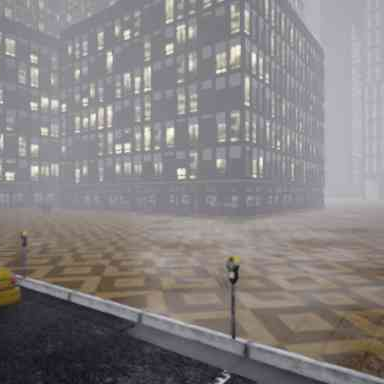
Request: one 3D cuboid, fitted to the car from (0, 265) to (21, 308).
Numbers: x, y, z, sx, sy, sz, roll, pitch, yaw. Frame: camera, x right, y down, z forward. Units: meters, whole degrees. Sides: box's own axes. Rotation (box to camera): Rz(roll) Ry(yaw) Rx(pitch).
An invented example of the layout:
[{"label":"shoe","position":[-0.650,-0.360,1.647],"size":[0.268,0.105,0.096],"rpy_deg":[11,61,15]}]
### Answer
[{"label":"car","position":[-5.278,1.518,6.612],"size":[4.829,1.417,1.752],"rpy_deg":[0,0,36]}]
